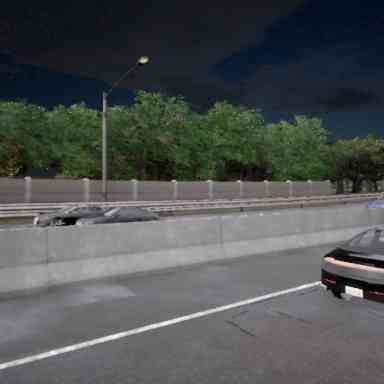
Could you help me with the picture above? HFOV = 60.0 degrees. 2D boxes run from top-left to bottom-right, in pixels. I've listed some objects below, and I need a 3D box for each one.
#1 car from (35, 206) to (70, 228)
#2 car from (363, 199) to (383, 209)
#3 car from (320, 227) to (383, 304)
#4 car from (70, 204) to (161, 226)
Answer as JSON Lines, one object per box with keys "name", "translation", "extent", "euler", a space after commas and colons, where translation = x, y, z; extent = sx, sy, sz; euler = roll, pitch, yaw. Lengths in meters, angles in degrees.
{"name": "car", "translation": [-6.970, 1.486, 20.474], "extent": [4.902, 1.511, 2.128], "euler": [0, 0, -35]}
{"name": "car", "translation": [16.338, 1.291, 28.041], "extent": [5.008, 1.535, 1.882], "euler": [-1, 1, -34]}
{"name": "car", "translation": [4.754, 1.491, 7.082], "extent": [4.902, 1.511, 2.128], "euler": [0, 0, -35]}
{"name": "car", "translation": [-3.945, 1.521, 18.324], "extent": [4.674, 1.442, 1.812], "euler": [0, 0, -35]}
